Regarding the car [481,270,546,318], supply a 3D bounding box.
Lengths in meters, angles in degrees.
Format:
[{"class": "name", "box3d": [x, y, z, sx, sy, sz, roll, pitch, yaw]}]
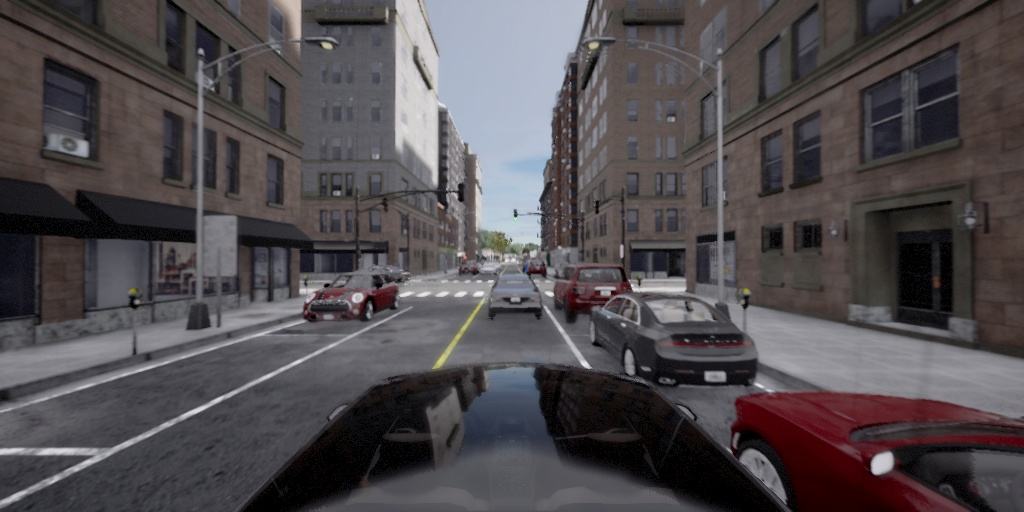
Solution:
[{"class": "car", "box3d": [0.087, 1.402, 13.400, 2.033, 1.411, 5.357, 0, -1, -1]}]

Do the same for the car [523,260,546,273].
[{"class": "car", "box3d": [2.706, 1.400, 39.570, 2.192, 1.841, 5.009, 0, 0, 0]}]

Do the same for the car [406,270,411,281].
[{"class": "car", "box3d": [-10.128, 1.493, 27.179, 4.902, 1.511, 2.128, 0, -1, 7]}]

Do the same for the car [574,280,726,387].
[{"class": "car", "box3d": [2.638, 1.346, 6.833, 2.007, 1.370, 4.403, 0, 0, 0]}]

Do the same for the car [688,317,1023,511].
[{"class": "car", "box3d": [2.638, 1.290, 1.151, 1.888, 1.381, 4.507, 0, 0, 0]}]

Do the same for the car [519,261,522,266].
[{"class": "car", "box3d": [2.695, 1.546, 56.081, 2.192, 1.841, 5.009, 0, 0, 0]}]

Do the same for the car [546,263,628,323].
[{"class": "car", "box3d": [2.639, 1.161, 12.515, 2.192, 1.841, 5.009, 0, 0, 0]}]

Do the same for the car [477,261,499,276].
[{"class": "car", "box3d": [-2.831, 1.642, 43.052, 1.812, 1.442, 4.674, 0, 0, 0]}]

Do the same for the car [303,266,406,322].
[{"class": "car", "box3d": [-5.386, 1.286, 12.516, 1.967, 1.591, 4.097, 0, 0, 0]}]

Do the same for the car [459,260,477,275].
[{"class": "car", "box3d": [-5.412, 1.449, 45.074, 2.192, 1.841, 5.009, 0, 0, 0]}]

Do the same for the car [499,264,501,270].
[{"class": "car", "box3d": [-2.794, 1.786, 59.439, 1.812, 1.442, 4.674, 0, -1, 1]}]
